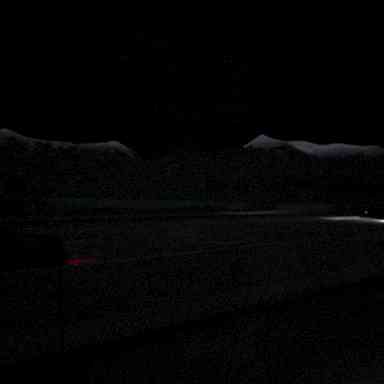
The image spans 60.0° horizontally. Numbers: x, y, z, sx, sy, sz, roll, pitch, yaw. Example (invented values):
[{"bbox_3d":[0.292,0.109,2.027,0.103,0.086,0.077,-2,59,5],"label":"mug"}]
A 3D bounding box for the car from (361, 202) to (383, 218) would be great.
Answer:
[{"bbox_3d":[19.663,1.824,34.165,4.902,1.511,2.128,1,0,-22],"label":"car"}]

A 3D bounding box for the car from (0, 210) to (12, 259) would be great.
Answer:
[{"bbox_3d":[-8.684,1.431,10.568,5.008,1.535,1.882,1,0,-35],"label":"car"}]

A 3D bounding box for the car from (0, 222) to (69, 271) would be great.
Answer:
[{"bbox_3d":[-5.975,1.519,8.262,5.357,1.411,2.033,1,0,-35],"label":"car"}]
